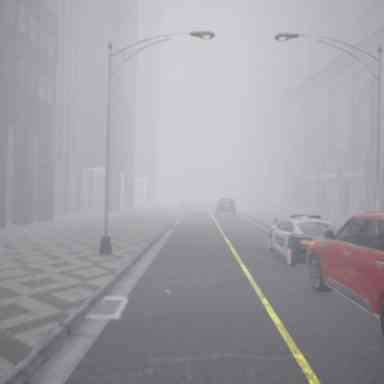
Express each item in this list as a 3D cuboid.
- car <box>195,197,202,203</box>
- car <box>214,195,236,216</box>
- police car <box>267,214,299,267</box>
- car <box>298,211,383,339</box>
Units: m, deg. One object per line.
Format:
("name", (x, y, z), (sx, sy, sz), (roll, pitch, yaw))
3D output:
("car", (1.823, 2.137, 88.417), (1.882, 1.535, 5.008), (1, 0, 1))
("car", (3.793, 1.644, 37.976), (2.150, 2.045, 5.566), (1, 0, 2))
("police car", (4.086, 1.626, 12.252), (1.930, 1.638, 5.238), (1, -1, 1))
("car", (3.960, 1.367, 6.175), (2.150, 2.045, 5.566), (1, -1, 1))
